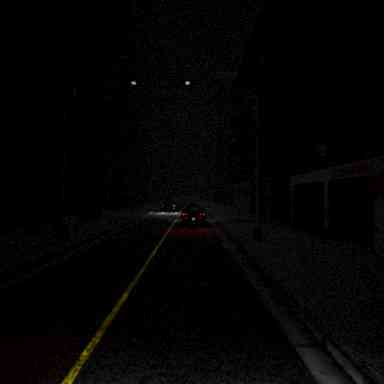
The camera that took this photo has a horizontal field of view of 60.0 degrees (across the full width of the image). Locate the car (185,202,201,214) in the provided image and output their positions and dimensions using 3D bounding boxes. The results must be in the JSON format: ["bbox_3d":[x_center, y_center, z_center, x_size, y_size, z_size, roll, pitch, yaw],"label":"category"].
[{"bbox_3d":[0.123,2.004,42.732,1.994,1.385,4.181,0,-1,0],"label":"car"}]

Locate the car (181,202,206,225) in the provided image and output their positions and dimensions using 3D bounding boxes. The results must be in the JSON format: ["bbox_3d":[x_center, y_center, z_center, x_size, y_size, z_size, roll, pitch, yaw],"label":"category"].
[{"bbox_3d":[0.113,1.795,26.224,1.812,1.442,4.674,0,-1,0],"label":"car"}]

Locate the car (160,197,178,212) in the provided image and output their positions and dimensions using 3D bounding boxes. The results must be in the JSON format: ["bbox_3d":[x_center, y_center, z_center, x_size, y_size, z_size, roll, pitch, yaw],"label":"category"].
[{"bbox_3d":[-3.060,1.816,45.085,2.097,1.767,4.553,0,0,0],"label":"car"}]
